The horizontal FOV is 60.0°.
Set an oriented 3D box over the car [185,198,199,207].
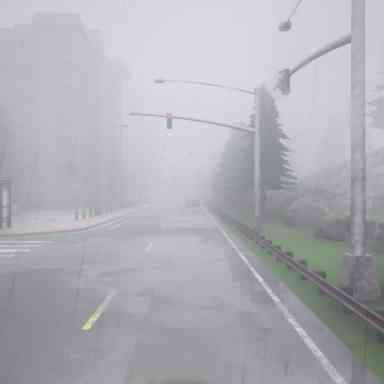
[{"bbox_3d":[0.019,1.564,50.591,1.994,1.385,4.181,0,0,0],"label":"car"}]
